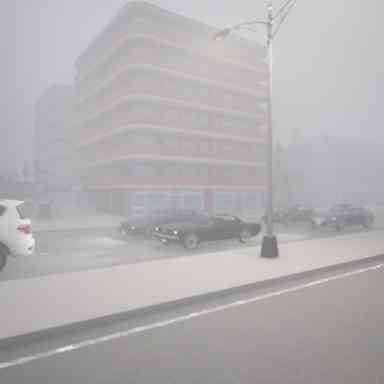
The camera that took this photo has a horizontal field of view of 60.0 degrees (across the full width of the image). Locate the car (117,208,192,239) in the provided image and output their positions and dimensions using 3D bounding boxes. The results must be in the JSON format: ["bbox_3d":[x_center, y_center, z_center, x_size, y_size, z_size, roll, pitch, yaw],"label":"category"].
[{"bbox_3d":[-1.076,1.544,17.336,5.357,1.411,2.033,0,0,-35],"label":"car"}]

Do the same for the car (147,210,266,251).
[{"bbox_3d":[0.722,1.599,14.323,4.718,1.301,1.895,0,0,-35],"label":"car"}]

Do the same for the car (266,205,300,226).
[{"bbox_3d":[7.011,1.600,23.055,4.718,1.301,1.895,0,0,-35],"label":"car"}]

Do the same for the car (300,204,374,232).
[{"bbox_3d":[9.189,1.492,20.308,4.902,1.511,2.128,0,0,-35],"label":"car"}]

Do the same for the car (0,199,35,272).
[{"bbox_3d":[-7.185,1.216,8.693,5.566,2.045,2.150,0,0,-35],"label":"car"}]
